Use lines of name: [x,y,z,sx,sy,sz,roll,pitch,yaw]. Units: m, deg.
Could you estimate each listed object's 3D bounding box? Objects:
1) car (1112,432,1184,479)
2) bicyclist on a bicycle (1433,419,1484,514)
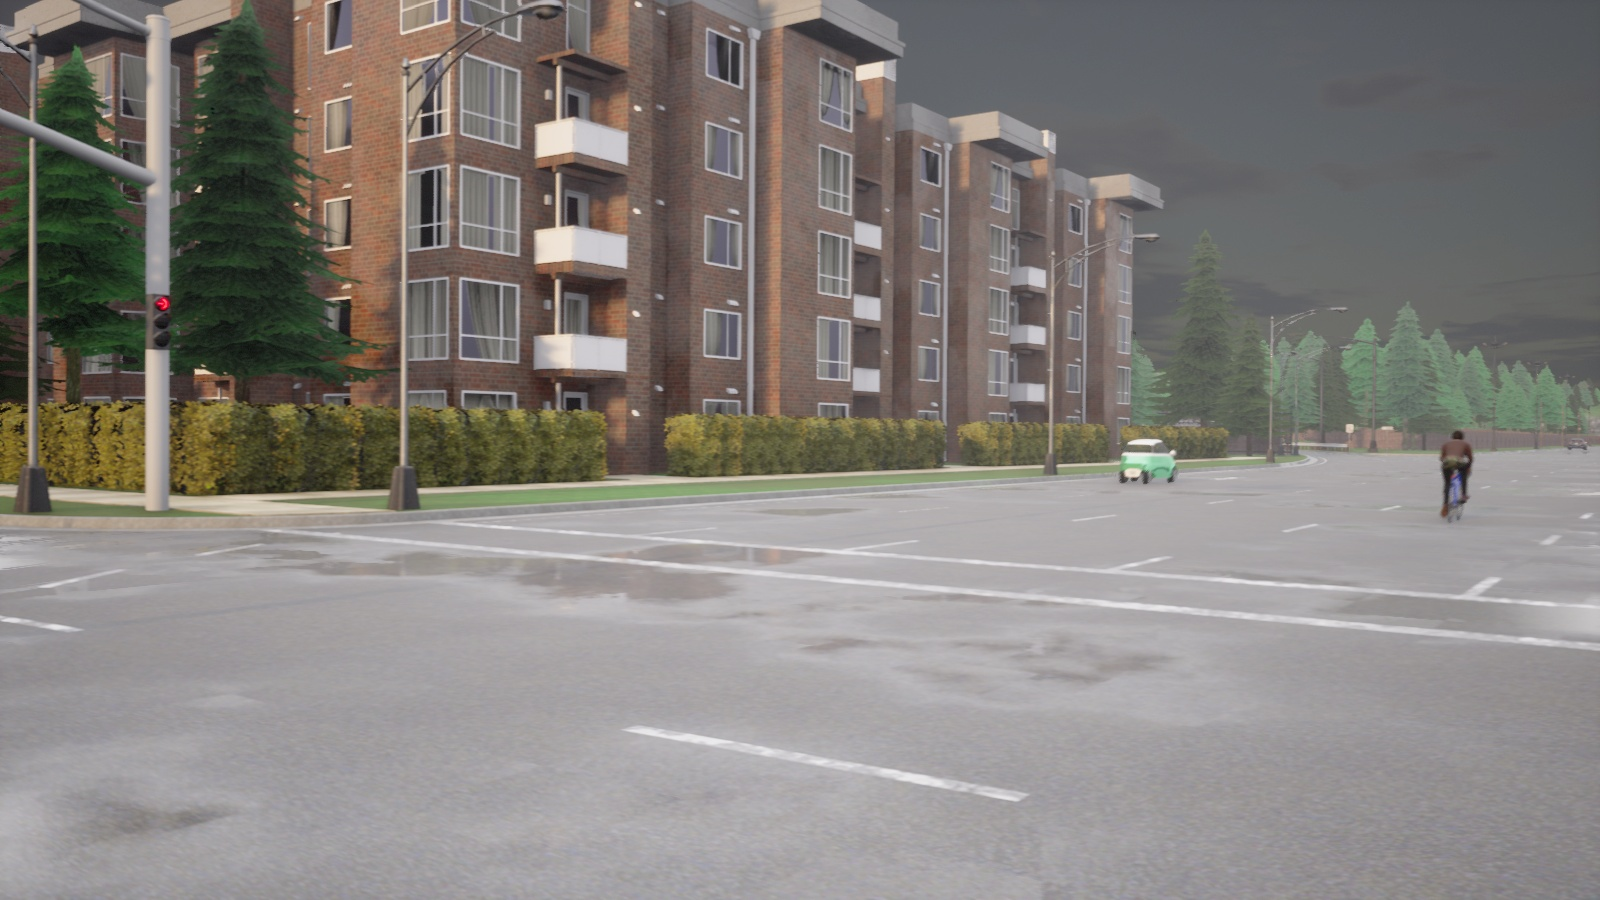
car: [10.867,0.149,39.200,1.481,1.376,2.207,0,1,36]
bicyclist on a bicycle: [11.727,0.270,22.335,0.582,1.620,1.656,0,1,36]
